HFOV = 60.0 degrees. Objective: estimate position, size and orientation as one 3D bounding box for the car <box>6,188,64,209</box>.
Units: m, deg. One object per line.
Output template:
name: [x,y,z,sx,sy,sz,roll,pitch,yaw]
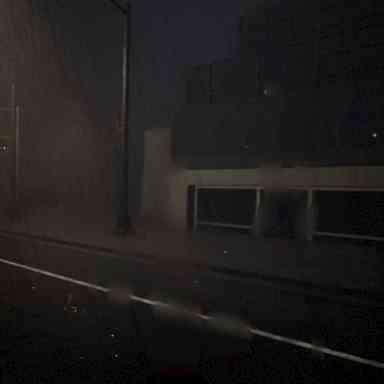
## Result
car: [-16.200,0.607,34.722,2.150,2.045,5.566,2,1,36]
